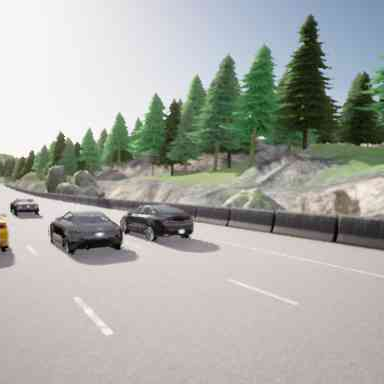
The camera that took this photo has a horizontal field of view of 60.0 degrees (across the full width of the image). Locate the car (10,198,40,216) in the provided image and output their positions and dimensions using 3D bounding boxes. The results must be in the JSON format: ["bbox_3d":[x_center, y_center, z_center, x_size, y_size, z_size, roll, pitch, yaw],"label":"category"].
[{"bbox_3d":[-14.364,1.197,28.472,2.033,1.411,5.357,0,1,-33],"label":"car"}]

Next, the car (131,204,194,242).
[{"bbox_3d":[-1.749,1.325,15.610,1.837,1.490,4.892,0,1,-33],"label":"car"}]

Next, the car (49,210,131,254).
[{"bbox_3d":[-4.261,1.407,13.059,1.994,1.385,4.181,0,1,-33],"label":"car"}]

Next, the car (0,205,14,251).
[{"bbox_3d":[-8.222,1.316,12.717,1.882,1.535,5.008,0,1,-33],"label":"car"}]
